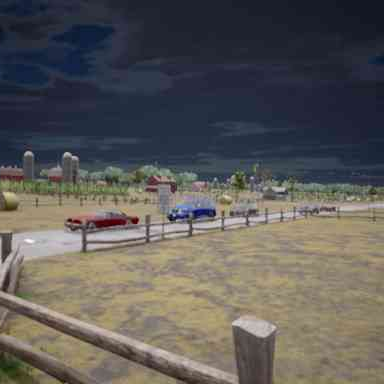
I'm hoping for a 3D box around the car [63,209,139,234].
[{"bbox_3d":[-5.647,1.792,21.133,1.895,1.301,4.718,2,0,35],"label":"car"}]

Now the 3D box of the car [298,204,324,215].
[{"bbox_3d":[16.721,2.420,47.439,2.033,1.411,5.357,2,0,36],"label":"car"}]

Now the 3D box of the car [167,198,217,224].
[{"bbox_3d":[0.110,1.576,29.161,2.150,2.045,5.566,2,0,34],"label":"car"}]

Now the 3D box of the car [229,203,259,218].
[{"bbox_3d":[5.902,2.030,37.299,1.837,1.490,4.892,2,0,36],"label":"car"}]

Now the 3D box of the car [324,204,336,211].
[{"bbox_3d":[22.846,2.667,56.008,1.895,1.301,4.718,2,0,36],"label":"car"}]
